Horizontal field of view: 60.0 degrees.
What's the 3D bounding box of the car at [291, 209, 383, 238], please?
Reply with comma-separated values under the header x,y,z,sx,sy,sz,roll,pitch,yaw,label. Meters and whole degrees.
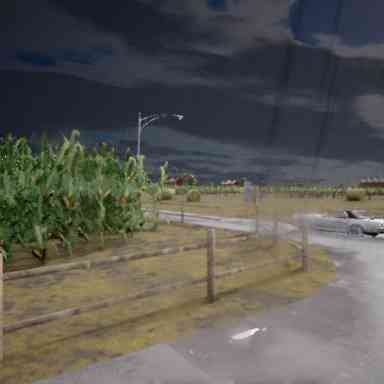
x,y,z,sx,sy,sz,roll,pitch,yaw,label
7.437,1.516,16.901,1.895,1.301,4.718,2,-1,-38,car
